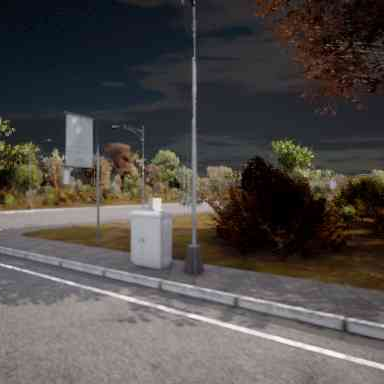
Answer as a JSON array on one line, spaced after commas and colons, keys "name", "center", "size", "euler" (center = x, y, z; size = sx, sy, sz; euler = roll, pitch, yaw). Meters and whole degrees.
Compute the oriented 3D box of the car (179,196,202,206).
[{"name": "car", "center": [-0.192, 1.461, 53.307], "size": [1.837, 1.490, 4.892], "euler": [0, 0, 33]}]
